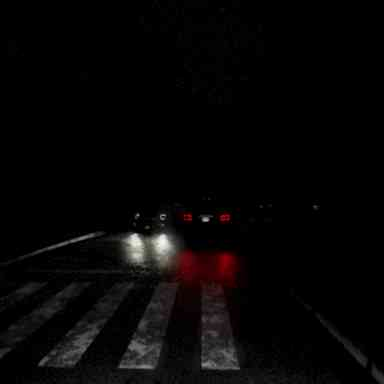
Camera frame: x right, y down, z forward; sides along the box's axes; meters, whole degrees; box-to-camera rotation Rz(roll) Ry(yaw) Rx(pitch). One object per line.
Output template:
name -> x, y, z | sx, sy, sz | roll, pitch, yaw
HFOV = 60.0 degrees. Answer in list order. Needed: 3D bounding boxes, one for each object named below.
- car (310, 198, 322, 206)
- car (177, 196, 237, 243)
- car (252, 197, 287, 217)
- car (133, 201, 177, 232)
car -> 21.230, 1.708, 57.712 | 1.895, 1.301, 4.718 | 0, 0, -1
car -> 0.977, 1.226, 16.301 | 2.150, 2.045, 5.566 | 0, 0, 9
car -> 7.549, 1.361, 32.133 | 2.097, 1.767, 4.553 | 0, 0, 34
car -> -1.840, 1.370, 20.297 | 2.097, 1.767, 4.553 | 0, 0, 16
